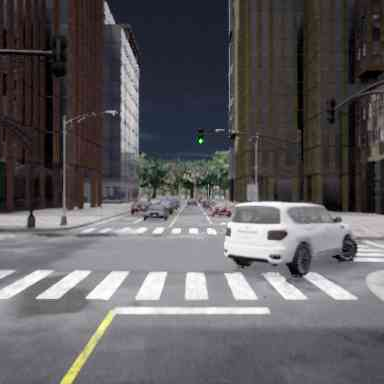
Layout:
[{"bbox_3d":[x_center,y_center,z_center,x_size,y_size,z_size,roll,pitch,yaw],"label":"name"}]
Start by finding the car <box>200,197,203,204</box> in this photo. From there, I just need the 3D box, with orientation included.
[{"bbox_3d":[2.747,1.910,55.070,1.887,1.381,4.507,0,0,0],"label":"car"}]

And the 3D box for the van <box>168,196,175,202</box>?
[{"bbox_3d":[-5.789,1.973,93.131,1.690,1.788,3.998,0,0,0],"label":"van"}]

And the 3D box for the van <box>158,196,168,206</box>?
[{"bbox_3d":[-5.782,1.781,65.944,1.690,1.788,3.998,0,0,0],"label":"van"}]

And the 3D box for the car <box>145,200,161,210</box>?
[{"bbox_3d":[-5.777,1.910,49.629,1.802,1.307,4.206,0,0,0],"label":"car"}]

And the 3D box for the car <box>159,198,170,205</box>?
[{"bbox_3d":[-5.783,2.028,71.380,2.008,1.369,4.403,0,0,0],"label":"car"}]

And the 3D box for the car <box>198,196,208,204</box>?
[{"bbox_3d":[2.739,1.870,82.258,2.192,1.841,5.009,0,0,0],"label":"car"}]

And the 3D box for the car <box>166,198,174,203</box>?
[{"bbox_3d":[-5.787,2.159,87.692,1.947,1.339,4.313,0,0,0],"label":"car"}]

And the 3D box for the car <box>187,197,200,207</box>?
[{"bbox_3d":[-0.016,1.924,59.885,1.812,1.442,4.674,0,0,0],"label":"car"}]

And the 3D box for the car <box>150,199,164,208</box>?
[{"bbox_3d":[-5.778,1.889,54.898,1.752,1.417,4.829,0,0,0],"label":"car"}]

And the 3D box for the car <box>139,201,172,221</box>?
[{"bbox_3d":[-3.103,1.756,29.317,1.994,1.385,4.181,0,0,0],"label":"car"}]

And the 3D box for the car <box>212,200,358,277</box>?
[{"bbox_3d":[3.405,1.364,10.979,2.150,2.045,5.566,-2,-3,45],"label":"car"}]

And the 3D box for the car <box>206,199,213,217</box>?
[{"bbox_3d":[2.753,1.659,33.321,1.967,1.590,4.097,0,0,0],"label":"car"}]

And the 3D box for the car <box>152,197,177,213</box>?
[{"bbox_3d":[-3.094,1.729,38.344,1.882,1.535,5.008,0,0,0],"label":"car"}]

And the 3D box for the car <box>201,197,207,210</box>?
[{"bbox_3d":[2.749,1.879,49.632,2.008,1.369,4.403,0,0,0],"label":"car"}]

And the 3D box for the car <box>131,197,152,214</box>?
[{"bbox_3d":[-5.774,1.569,38.756,2.192,1.841,5.009,0,0,0],"label":"car"}]

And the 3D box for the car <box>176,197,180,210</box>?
[{"bbox_3d":[-3.035,1.882,48.186,1.994,1.385,4.181,0,0,1],"label":"car"}]

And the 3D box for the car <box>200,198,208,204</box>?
[{"bbox_3d":[2.741,2.043,76.989,1.752,1.417,4.829,0,0,0],"label":"car"}]
